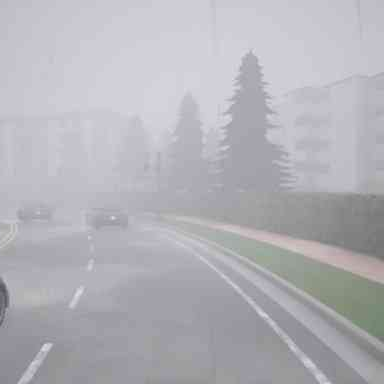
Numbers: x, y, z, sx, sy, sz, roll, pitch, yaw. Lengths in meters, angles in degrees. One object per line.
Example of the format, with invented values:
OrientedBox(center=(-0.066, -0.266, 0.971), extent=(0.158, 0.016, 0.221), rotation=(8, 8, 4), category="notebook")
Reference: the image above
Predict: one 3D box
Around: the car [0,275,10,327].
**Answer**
OrientedBox(center=(-3.823, 1.506, 3.689), extent=(1.812, 1.442, 4.674), rotation=(0, 0, -6), category="car")

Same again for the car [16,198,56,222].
OrientedBox(center=(-11.855, 1.425, 24.906), extent=(1.994, 1.385, 4.181), rotation=(0, 0, -34), category="car")

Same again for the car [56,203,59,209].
OrientedBox(center=(-16.044, 1.352, 35.099), extent=(5.357, 1.411, 2.033), rotation=(0, 0, 43), category="car")

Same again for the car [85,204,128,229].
OrientedBox(center=(-5.406, 1.445, 20.843), extent=(1.994, 1.385, 4.181), rotation=(0, 0, -26), category="car")
